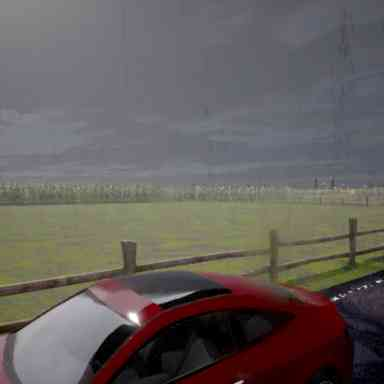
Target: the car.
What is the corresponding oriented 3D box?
[{"bbox_3d":[-0.445,1.525,2.861,4.674,1.442,1.812,0,0,-35],"label":"car"}]
